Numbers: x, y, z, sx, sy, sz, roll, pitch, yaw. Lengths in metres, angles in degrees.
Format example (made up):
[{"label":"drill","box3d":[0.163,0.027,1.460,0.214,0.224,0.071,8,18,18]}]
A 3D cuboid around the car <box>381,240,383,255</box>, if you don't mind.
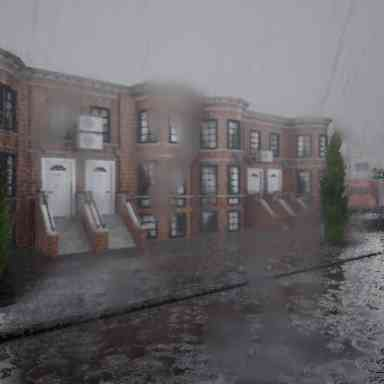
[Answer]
[{"label":"car","box3d":[7.753,1.554,10.138,4.718,1.301,1.895,0,0,-35]}]
